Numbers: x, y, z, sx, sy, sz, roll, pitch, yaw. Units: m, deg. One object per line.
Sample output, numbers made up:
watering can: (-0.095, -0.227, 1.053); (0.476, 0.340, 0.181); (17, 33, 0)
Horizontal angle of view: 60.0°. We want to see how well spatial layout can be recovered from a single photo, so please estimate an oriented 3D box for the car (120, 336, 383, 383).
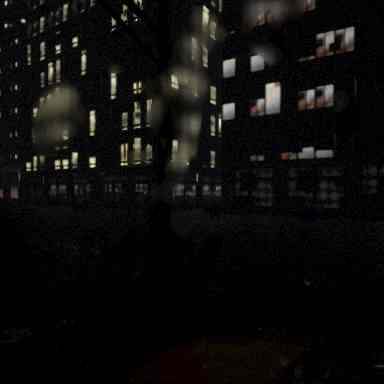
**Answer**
car: (1.475, 1.527, 1.817); (4.829, 1.417, 1.752); (0, 0, 35)
